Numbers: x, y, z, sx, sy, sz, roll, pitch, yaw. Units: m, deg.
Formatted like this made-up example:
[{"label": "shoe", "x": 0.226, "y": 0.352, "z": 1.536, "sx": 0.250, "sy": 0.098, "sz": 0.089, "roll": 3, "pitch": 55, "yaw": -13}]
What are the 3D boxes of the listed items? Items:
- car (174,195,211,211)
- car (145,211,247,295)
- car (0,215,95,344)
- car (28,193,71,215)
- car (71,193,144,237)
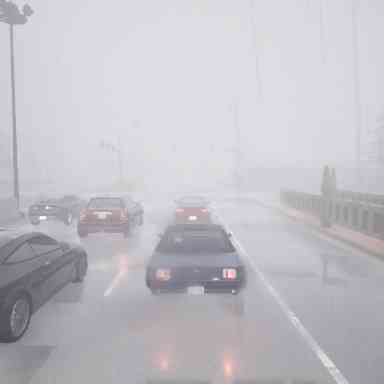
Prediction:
[{"label": "car", "x": 0.023, "y": 0.878, "z": 17.361, "sx": 1.812, "sy": 1.442, "sz": 4.674, "roll": 0, "pitch": 3, "yaw": 0}, {"label": "car", "x": 0.069, "y": 1.429, "z": 8.290, "sx": 1.895, "sy": 1.301, "sz": 4.718, "roll": 0, "pitch": 2, "yaw": 0}, {"label": "car", "x": -3.425, "y": 1.426, "z": 6.139, "sx": 1.812, "sy": 1.442, "sz": 4.674, "roll": 0, "pitch": 1, "yaw": 0}, {"label": "car", "x": -6.981, "y": 0.820, "z": 17.926, "sx": 1.837, "sy": 1.490, "sz": 4.892, "roll": 0, "pitch": 3, "yaw": 0}, {"label": "car", "x": -3.466, "y": 0.841, "z": 14.932, "sx": 2.097, "sy": 1.767, "sz": 4.553, "roll": 0, "pitch": 3, "yaw": 0}]
